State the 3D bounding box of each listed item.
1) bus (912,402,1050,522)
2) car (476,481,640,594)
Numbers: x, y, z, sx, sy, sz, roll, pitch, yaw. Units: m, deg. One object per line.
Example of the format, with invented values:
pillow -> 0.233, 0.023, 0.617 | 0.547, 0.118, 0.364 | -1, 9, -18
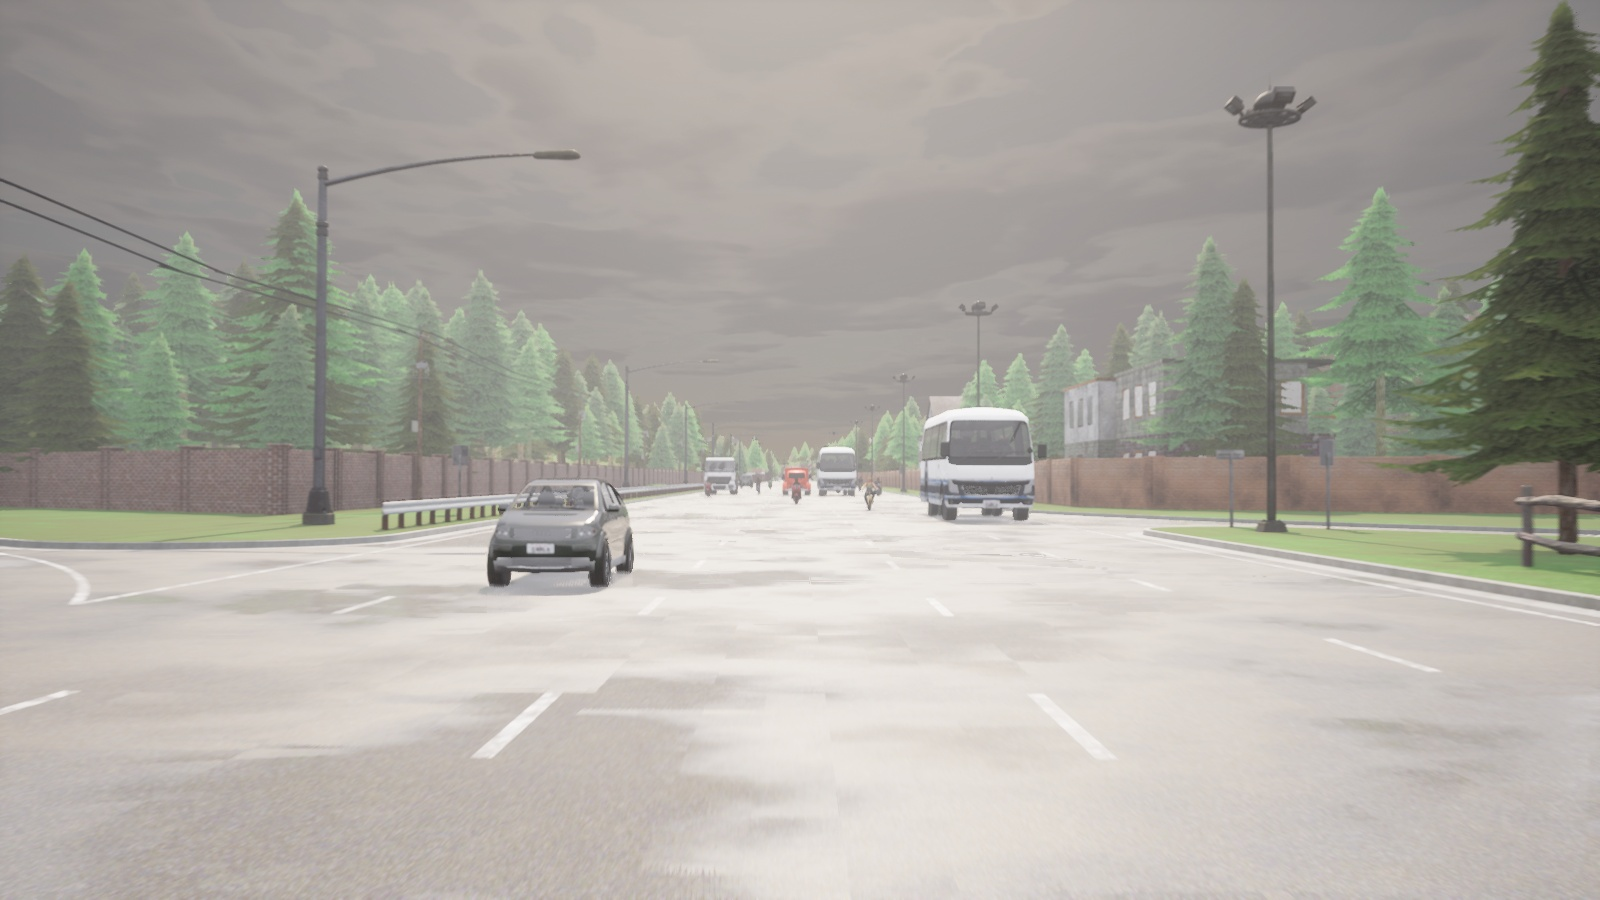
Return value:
bus -> 6.868, 0.530, 49.618 | 3.944, 4.253, 10.273 | 0, -1, 0
car -> -3.549, 1.244, 19.057 | 1.789, 1.549, 3.705 | 0, -1, 0
